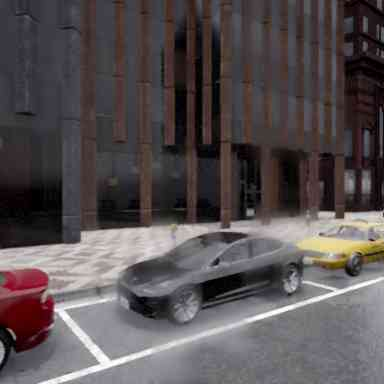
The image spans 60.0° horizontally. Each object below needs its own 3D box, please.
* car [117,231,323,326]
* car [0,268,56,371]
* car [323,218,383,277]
[{"bbox_3d":[0.598,1.561,7.071,4.313,1.339,1.947,0,0,-35],"label":"car"},{"bbox_3d":[-3.994,1.545,3.803,4.507,1.381,1.887,0,0,-35],"label":"car"},{"bbox_3d":[5.051,1.517,10.241,4.829,1.417,1.752,0,0,-35],"label":"car"}]
